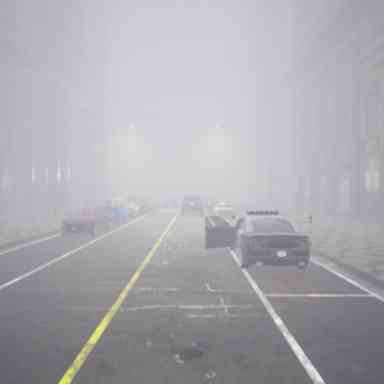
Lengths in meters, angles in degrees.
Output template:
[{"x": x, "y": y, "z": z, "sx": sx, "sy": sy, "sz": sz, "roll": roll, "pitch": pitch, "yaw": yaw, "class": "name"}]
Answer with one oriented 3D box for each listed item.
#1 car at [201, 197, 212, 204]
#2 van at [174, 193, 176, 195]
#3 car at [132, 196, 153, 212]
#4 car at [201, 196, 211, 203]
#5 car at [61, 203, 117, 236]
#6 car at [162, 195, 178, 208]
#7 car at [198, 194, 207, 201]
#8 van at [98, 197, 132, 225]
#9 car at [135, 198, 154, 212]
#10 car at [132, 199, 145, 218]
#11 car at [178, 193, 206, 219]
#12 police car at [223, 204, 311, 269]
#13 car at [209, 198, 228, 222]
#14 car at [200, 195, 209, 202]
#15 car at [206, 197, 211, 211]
[{"x": 2.776, "y": 1.608, "z": 63.439, "sx": 1.947, "sy": 1.339, "sz": 4.313, "roll": 0, "pitch": 0, "yaw": 0, "class": "car"}, {"x": -5.745, "y": 1.410, "z": 85.900, "sx": 1.690, "sy": 1.788, "sz": 3.998, "roll": 0, "pitch": 0, "yaw": 0, "class": "van"}, {"x": -5.755, "y": 1.334, "z": 35.335, "sx": 2.192, "sy": 1.841, "sz": 5.009, "roll": 0, "pitch": 0, "yaw": 0, "class": "car"}, {"x": 2.777, "y": 1.594, "z": 69.058, "sx": 1.887, "sy": 1.381, "sz": 4.507, "roll": 0, "pitch": 0, "yaw": 0, "class": "car"}, {"x": -5.759, "y": 1.553, "z": 18.479, "sx": 1.887, "sy": 1.381, "sz": 4.507, "roll": 0, "pitch": 0, "yaw": 0, "class": "car"}, {"x": -3.006, "y": 1.519, "z": 47.028, "sx": 2.128, "sy": 1.511, "sz": 4.902, "roll": 0, "pitch": 0, "yaw": 0, "class": "car"}, {"x": 2.780, "y": 1.383, "z": 85.914, "sx": 2.192, "sy": 1.841, "sz": 5.009, "roll": 0, "pitch": 0, "yaw": 0, "class": "car"}, {"x": -5.758, "y": 1.353, "z": 24.098, "sx": 1.690, "sy": 1.788, "sz": 3.998, "roll": 0, "pitch": 0, "yaw": 0, "class": "van"}, {"x": -5.754, "y": 1.547, "z": 40.783, "sx": 1.752, "sy": 1.417, "sz": 4.829, "roll": 0, "pitch": 0, "yaw": 0, "class": "car"}, {"x": -5.757, "y": 1.566, "z": 29.716, "sx": 2.008, "sy": 1.369, "sz": 4.403, "roll": 0, "pitch": 0, "yaw": 0, "class": "car"}, {"x": 0.049, "y": 1.241, "z": 34.024, "sx": 2.150, "sy": 2.045, "sz": 5.566, "roll": 0, "pitch": 0, "yaw": 1, "class": "car"}, {"x": 2.368, "y": 1.430, "z": 11.347, "sx": 1.930, "sy": 1.638, "sz": 5.238, "roll": 0, "pitch": 0, "yaw": 0, "class": "police car"}, {"x": 2.769, "y": 1.540, "z": 29.897, "sx": 1.752, "sy": 1.417, "sz": 4.829, "roll": 0, "pitch": 0, "yaw": 0, "class": "car"}, {"x": 2.778, "y": 1.495, "z": 74.677, "sx": 1.967, "sy": 1.590, "sz": 4.097, "roll": 0, "pitch": 0, "yaw": 0, "class": "car"}, {"x": 2.771, "y": 1.604, "z": 40.964, "sx": 1.802, "sy": 1.307, "sz": 4.206, "roll": 0, "pitch": 0, "yaw": 0, "class": "car"}]
